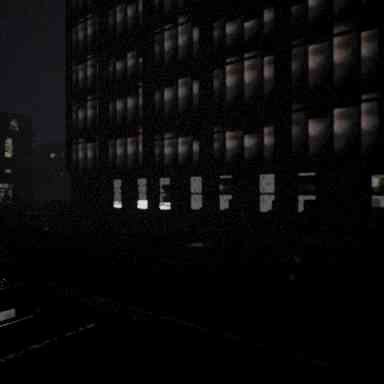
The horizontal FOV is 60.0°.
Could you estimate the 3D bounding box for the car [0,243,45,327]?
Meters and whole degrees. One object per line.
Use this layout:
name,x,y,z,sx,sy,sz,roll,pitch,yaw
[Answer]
car,-4.430,1.521,6.038,4.403,1.369,2.008,0,0,35

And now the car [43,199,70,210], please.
car,-15.628,1.529,39.758,1.802,1.307,4.206,0,-1,36
